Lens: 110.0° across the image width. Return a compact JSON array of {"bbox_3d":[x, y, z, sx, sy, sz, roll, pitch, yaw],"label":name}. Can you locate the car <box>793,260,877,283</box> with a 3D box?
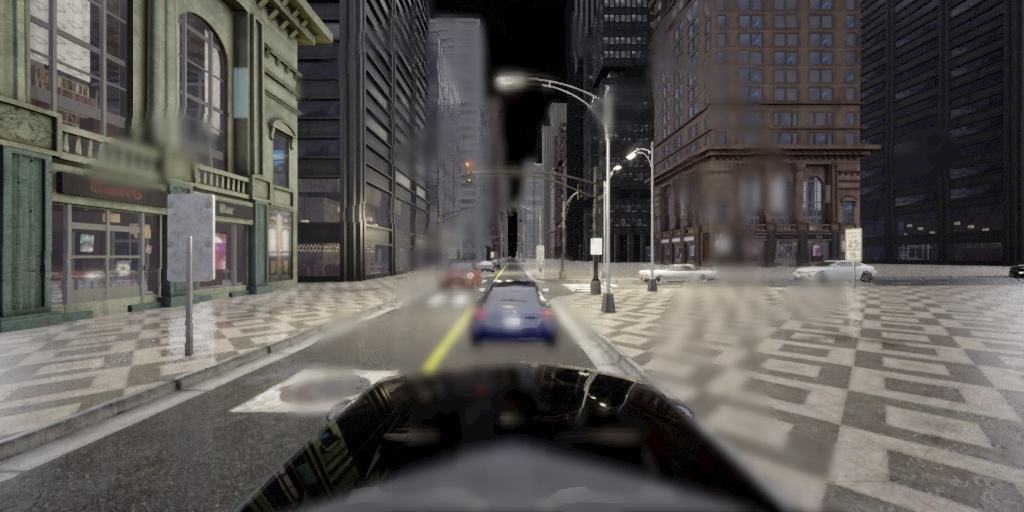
[{"bbox_3d":[21.515,1.006,23.940,4.674,1.442,1.812,-1,0,0],"label":"car"}]

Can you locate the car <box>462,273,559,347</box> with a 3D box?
[{"bbox_3d":[0.063,1.314,9.312,1.994,1.385,4.181,0,0,1],"label":"car"}]

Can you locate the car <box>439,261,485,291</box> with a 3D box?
[{"bbox_3d":[-3.040,1.097,21.743,2.097,1.767,4.553,0,0,0],"label":"car"}]

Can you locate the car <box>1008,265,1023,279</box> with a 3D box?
[{"bbox_3d":[36.360,0.825,23.881,4.892,1.490,1.837,-1,0,0],"label":"car"}]

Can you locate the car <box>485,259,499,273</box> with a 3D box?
[{"bbox_3d":[-2.967,1.301,42.133,2.033,1.411,5.357,0,0,0],"label":"car"}]

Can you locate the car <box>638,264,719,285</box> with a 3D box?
[{"bbox_3d":[10.970,1.205,23.969,4.718,1.301,1.895,-1,0,0],"label":"car"}]
